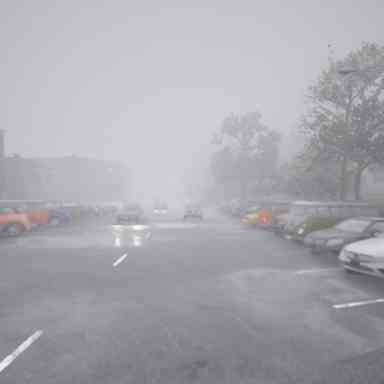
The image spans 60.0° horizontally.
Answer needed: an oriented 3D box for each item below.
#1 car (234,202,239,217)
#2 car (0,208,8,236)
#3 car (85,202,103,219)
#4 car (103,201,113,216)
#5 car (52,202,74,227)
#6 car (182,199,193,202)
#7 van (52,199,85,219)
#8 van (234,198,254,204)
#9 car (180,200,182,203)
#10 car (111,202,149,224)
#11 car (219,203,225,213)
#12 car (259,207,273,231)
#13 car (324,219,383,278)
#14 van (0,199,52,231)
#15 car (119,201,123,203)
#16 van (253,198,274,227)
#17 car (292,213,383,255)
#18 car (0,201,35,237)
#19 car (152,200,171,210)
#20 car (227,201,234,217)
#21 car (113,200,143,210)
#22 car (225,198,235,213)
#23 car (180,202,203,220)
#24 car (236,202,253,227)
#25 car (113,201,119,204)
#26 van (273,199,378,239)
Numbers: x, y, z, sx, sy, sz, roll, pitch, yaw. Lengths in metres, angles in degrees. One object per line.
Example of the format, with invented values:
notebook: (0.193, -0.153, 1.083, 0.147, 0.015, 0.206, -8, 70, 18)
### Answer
car: (6.369, 1.808, 27.052, 4.892, 1.521, 2.231, 1, -1, -20)
car: (-11.430, 1.696, 15.341, 4.674, 1.452, 2.002, -1, -1, -20)
car: (-11.474, 1.768, 32.933, 4.553, 1.767, 2.185, 0, -1, -20)
car: (-11.451, 1.938, 35.871, 4.892, 1.521, 2.231, 0, -1, -20)
car: (-11.429, 1.769, 24.138, 5.008, 1.535, 2.097, -1, -1, -20)
car: (0.010, 2.105, 46.721, 2.128, 1.511, 4.902, 0, -1, 0)
van: (-11.333, 1.582, 27.119, 4.442, 1.987, 1.878, 0, -1, -20)
van: (6.482, 1.626, 30.045, 4.442, 1.987, 1.878, 1, -1, -20)
car: (-1.087, 2.654, 89.069, 2.435, 2.045, 5.566, 0, -2, -7)
car: (-5.088, 1.842, 27.988, 1.837, 1.490, 4.892, 0, -1, 0)
car: (6.390, 2.055, 41.785, 4.792, 1.488, 2.163, 1, -1, -20)
car: (6.380, 1.730, 18.223, 4.674, 1.452, 2.002, 1, -1, -20)
car: (6.396, 1.626, 9.384, 4.674, 1.452, 2.002, 1, 0, -20)
van: (-11.543, 1.505, 21.164, 4.442, 1.987, 1.878, -1, -1, -20)
car: (-11.460, 2.027, 41.743, 4.892, 1.521, 2.231, 0, -1, -20)
van: (6.493, 1.505, 21.209, 4.442, 1.987, 1.878, 1, -1, -20)
car: (6.391, 1.660, 12.329, 4.674, 1.452, 2.002, 1, 0, -20)
car: (-11.402, 1.566, 18.281, 4.553, 1.767, 2.185, -1, 0, -20)
car: (-5.043, 2.319, 55.218, 1.994, 1.385, 4.181, 0, -1, 0)
car: (6.399, 1.923, 32.950, 4.792, 1.488, 2.163, 1, -1, -20)
car: (-11.461, 2.292, 59.336, 4.892, 1.521, 2.231, 0, -1, -20)
car: (6.343, 1.810, 35.876, 4.553, 1.767, 2.185, 1, -1, -20)
car: (0.077, 1.947, 32.442, 2.033, 1.411, 5.357, 0, -1, 0)
car: (6.205, 1.762, 24.042, 5.366, 1.575, 1.946, 1, -1, -20)
car: (-11.419, 2.010, 38.817, 4.792, 1.488, 2.163, 0, -1, -20)
van: (6.282, 1.428, 15.234, 4.442, 1.987, 1.878, 1, 0, -20)
